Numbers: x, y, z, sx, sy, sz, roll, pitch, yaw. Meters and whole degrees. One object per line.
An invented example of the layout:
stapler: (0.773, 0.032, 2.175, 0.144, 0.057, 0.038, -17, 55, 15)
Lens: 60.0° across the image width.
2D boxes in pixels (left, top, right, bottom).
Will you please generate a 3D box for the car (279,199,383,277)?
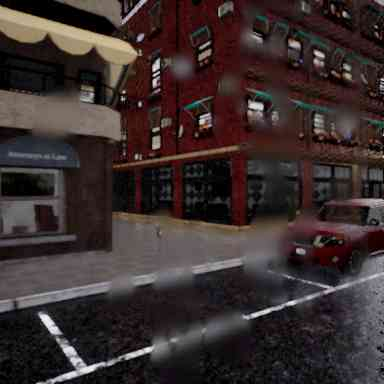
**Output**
car: (4.843, 1.171, 9.997, 5.009, 1.841, 2.192, -1, 1, -35)
